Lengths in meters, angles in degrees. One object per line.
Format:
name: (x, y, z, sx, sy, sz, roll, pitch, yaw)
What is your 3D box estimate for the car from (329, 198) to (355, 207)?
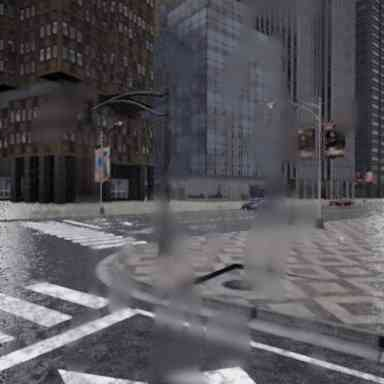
car: (22.259, 1.592, 49.413, 4.718, 1.301, 1.895, 0, 0, -40)

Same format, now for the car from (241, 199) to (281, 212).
car: (7.882, 1.452, 37.643, 5.357, 1.411, 2.033, 0, 0, -40)
